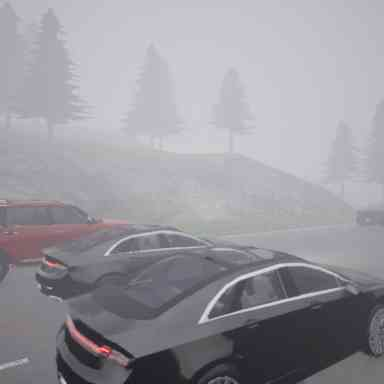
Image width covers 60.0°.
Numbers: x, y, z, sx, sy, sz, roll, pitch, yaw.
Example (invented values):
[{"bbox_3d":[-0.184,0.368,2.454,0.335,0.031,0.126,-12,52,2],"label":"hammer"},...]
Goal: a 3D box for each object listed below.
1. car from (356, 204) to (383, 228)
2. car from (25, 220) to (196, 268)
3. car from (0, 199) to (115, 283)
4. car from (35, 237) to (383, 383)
[{"bbox_3d":[12.503,1.485,21.299,5.008,1.535,1.882,0,0,-36],"label":"car"},{"bbox_3d":[-0.823,1.495,7.494,4.902,1.511,2.128,0,0,-35],"label":"car"},{"bbox_3d":[-4.097,1.225,9.441,5.566,2.045,2.150,0,0,-35],"label":"car"},{"bbox_3d":[0.834,1.494,4.381,4.902,1.511,2.128,0,0,-35],"label":"car"}]
